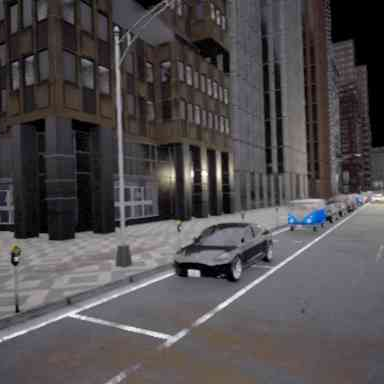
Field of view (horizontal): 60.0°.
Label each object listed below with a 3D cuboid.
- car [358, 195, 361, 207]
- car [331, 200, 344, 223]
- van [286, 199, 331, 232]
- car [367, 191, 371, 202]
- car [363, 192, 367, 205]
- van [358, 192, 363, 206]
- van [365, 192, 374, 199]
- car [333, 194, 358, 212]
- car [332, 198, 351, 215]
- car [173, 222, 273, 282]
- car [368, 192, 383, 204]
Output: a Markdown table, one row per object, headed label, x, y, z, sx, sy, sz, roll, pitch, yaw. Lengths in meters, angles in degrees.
| label | x | y | z | sx | sy | sz | roll | pitch | yaw |
| --- | --- | --- | --- | --- | --- | --- | --- | --- | --- |
| car | 18.374 | 1.373 | 39.269 | 1.887 | 1.381 | 4.507 | -2 | -1 | 31 |
| car | 9.761 | 1.515 | 24.716 | 1.947 | 1.339 | 4.313 | -2 | -1 | 31 |
| van | 6.882 | 1.331 | 19.869 | 1.690 | 1.788 | 3.998 | -2 | -1 | 31 |
| car | 29.854 | 1.108 | 58.672 | 1.967 | 1.590 | 4.097 | -2 | -1 | 31 |
| car | 24.112 | 1.188 | 48.971 | 1.967 | 1.590 | 4.097 | -2 | -1 | 31 |
| van | 21.237 | 1.130 | 44.122 | 1.690 | 1.788 | 3.998 | -2 | -1 | 31 |
| van | 44.205 | 0.813 | 82.926 | 1.690 | 1.788 | 3.998 | -2 | -1 | 31 |
| car | 15.494 | 1.184 | 34.420 | 2.192 | 1.841 | 5.009 | -2 | -1 | 31 |
| car | 12.632 | 1.475 | 29.567 | 1.947 | 1.339 | 4.313 | -2 | -1 | 31 |
| car | 1.148 | 1.637 | 10.165 | 1.947 | 1.339 | 4.313 | -2 | -1 | 31 |
| car | 29.289 | 1.144 | 52.286 | 1.812 | 1.442 | 4.674 | -2 | -1 | 31 |
